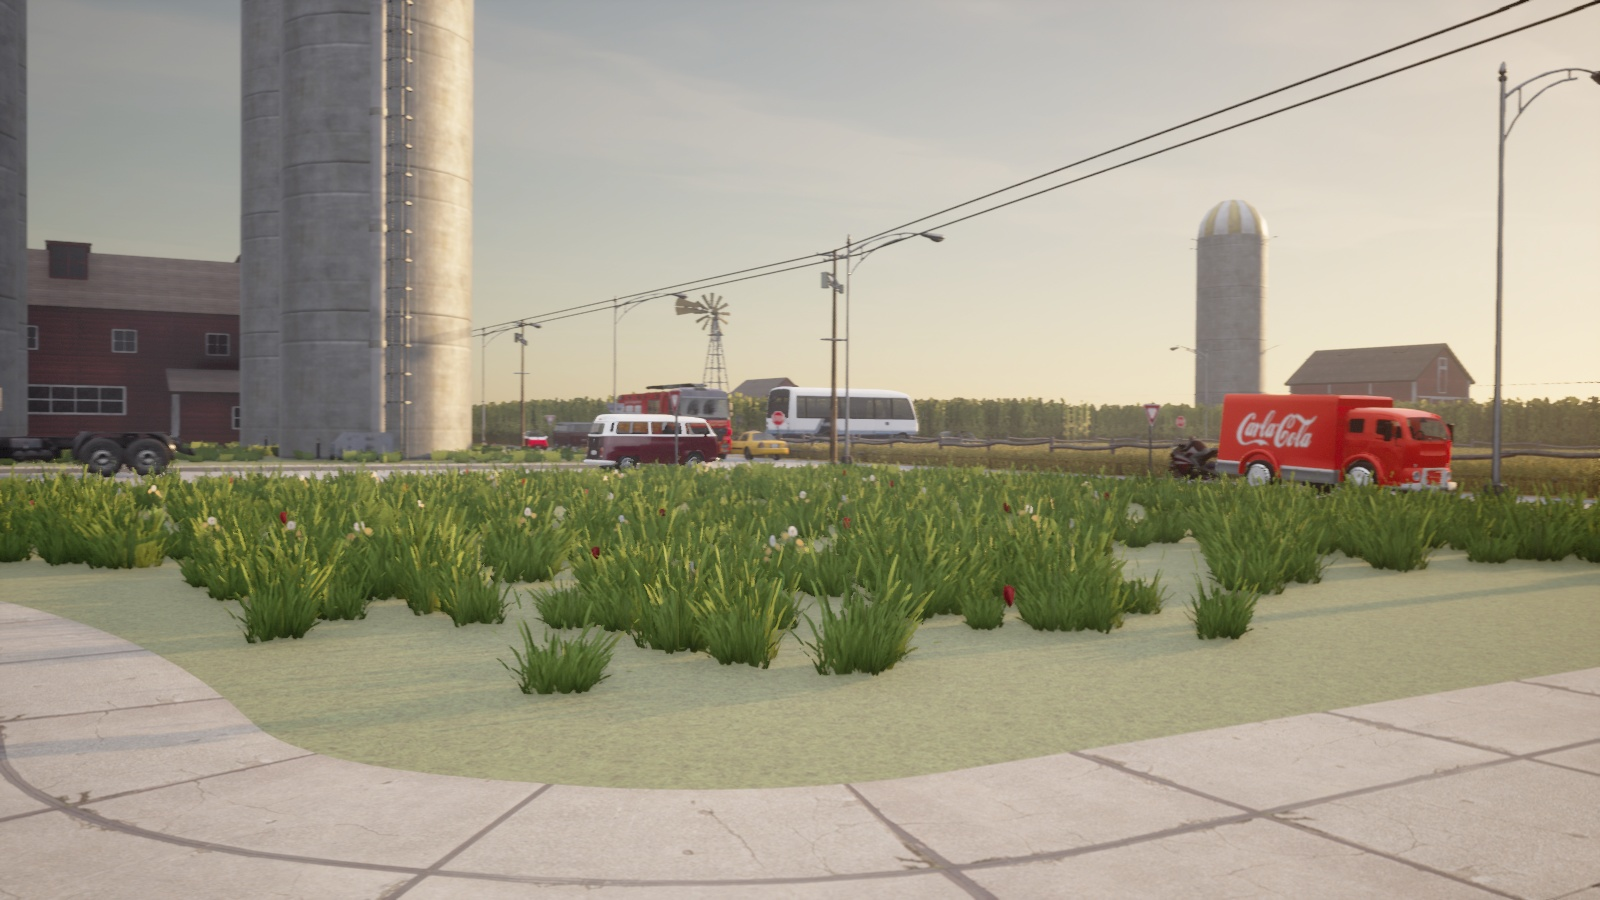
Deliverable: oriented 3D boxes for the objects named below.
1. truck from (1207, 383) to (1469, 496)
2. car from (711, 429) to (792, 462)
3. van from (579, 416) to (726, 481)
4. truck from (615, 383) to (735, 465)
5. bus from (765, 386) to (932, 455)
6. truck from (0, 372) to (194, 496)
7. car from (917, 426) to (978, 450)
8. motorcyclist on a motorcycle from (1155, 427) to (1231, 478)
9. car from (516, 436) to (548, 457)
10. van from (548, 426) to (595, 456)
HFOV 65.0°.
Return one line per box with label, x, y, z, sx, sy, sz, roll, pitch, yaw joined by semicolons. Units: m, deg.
truck;12.842;-0.373;30.362;2.627;2.467;5.204;-1;3;-30
car;-2.510;-0.237;63.793;1.801;1.575;5.366;-1;1;-30
van;-5.004;-0.085;42.802;4.480;2.038;2.069;-2;1;-31
truck;-6.502;-1.286;63.716;2.891;3.827;8.468;-1;1;-29
bus;3.206;-1.906;81.346;10.273;4.253;3.944;-1;1;-31
truck;-22.202;-0.467;36.567;7.936;3.462;2.891;-1;1;-31
car;10.481;-0.864;89.129;3.988;1.617;1.851;-2;1;-30
motorcyclist on a motorcycle;12.073;0.062;38.647;0.866;1.530;2.191;-1;1;-30
car;-17.730;-0.223;83.075;1.481;1.376;2.207;-1;1;-30
van;-15.777;-0.608;86.671;1.775;1.987;4.442;-1;1;-30
